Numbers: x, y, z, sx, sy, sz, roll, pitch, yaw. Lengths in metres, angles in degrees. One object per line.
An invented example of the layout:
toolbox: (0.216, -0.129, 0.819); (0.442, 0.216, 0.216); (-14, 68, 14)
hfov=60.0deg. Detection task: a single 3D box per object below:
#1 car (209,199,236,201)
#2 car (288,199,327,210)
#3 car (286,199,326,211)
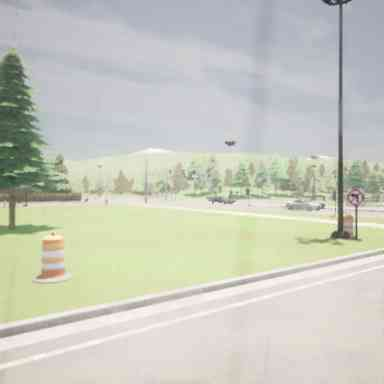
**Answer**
car: (4.809, 1.266, 54.194); (2.033, 1.411, 5.357); (0, 0, -35)
car: (15.508, 1.680, 44.822); (1.895, 1.301, 4.718); (0, 0, -35)
car: (13.776, 1.598, 41.205); (1.812, 1.442, 4.674); (0, 0, -35)
